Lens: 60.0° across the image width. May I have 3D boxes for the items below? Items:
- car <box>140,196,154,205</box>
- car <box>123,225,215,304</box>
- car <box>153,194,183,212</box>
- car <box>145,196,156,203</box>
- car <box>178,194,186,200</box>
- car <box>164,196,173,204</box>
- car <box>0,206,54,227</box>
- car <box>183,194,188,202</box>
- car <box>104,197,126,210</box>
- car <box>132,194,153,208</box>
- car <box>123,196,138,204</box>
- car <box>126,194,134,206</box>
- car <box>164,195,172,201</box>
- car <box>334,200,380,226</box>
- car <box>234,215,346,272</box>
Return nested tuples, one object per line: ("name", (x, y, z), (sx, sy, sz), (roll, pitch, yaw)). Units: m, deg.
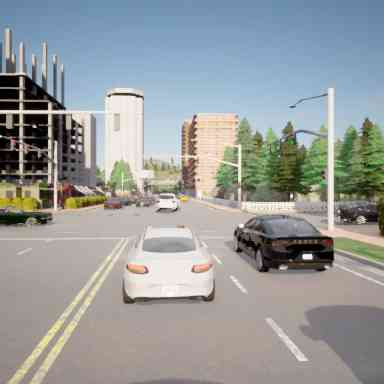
("car", (-7.774, 1.491, 57.938), (2.128, 1.511, 4.902), (0, 0, -4))
("car", (-0.581, 1.526, 8.098), (1.812, 1.442, 4.674), (0, 0, -5))
("car", (-2.710, 1.221, 38.812), (2.150, 2.045, 5.566), (1, 0, 3))
("car", (-8.447, 1.547, 68.365), (2.033, 1.411, 5.357), (0, 0, -4))
("car", (-2.724, 1.303, 86.458), (1.882, 1.535, 5.008), (0, 0, -4))
("car", (-4.495, 1.525, 63.655), (1.812, 1.442, 4.674), (0, 0, -4))
("car", (-11.747, 1.601, 21.910), (4.718, 1.301, 1.895), (0, 0, -3))
("car", (-2.039, 1.469, 76.910), (1.882, 1.535, 5.008), (0, 0, -4))
("car", (-10.287, 1.477, 43.758), (1.882, 1.535, 5.008), (0, 0, -4))
("car", (-7.137, 1.491, 48.828), (2.128, 1.511, 4.902), (0, 0, -4))
("car", (-11.632, 1.547, 63.225), (2.033, 1.411, 5.357), (0, 0, -4))
("car", (-10.946, 1.477, 53.084), (1.882, 1.535, 5.008), (0, 0, -4))
("car", (-6.231, 1.524, 86.427), (2.128, 1.511, 4.902), (0, 0, -4))
("car", (12.578, 1.504, 23.041), (4.892, 1.490, 1.837), (0, 0, -3))
("car", (2.686, 1.478, 10.834), (1.882, 1.535, 5.008), (0, 0, -5))
